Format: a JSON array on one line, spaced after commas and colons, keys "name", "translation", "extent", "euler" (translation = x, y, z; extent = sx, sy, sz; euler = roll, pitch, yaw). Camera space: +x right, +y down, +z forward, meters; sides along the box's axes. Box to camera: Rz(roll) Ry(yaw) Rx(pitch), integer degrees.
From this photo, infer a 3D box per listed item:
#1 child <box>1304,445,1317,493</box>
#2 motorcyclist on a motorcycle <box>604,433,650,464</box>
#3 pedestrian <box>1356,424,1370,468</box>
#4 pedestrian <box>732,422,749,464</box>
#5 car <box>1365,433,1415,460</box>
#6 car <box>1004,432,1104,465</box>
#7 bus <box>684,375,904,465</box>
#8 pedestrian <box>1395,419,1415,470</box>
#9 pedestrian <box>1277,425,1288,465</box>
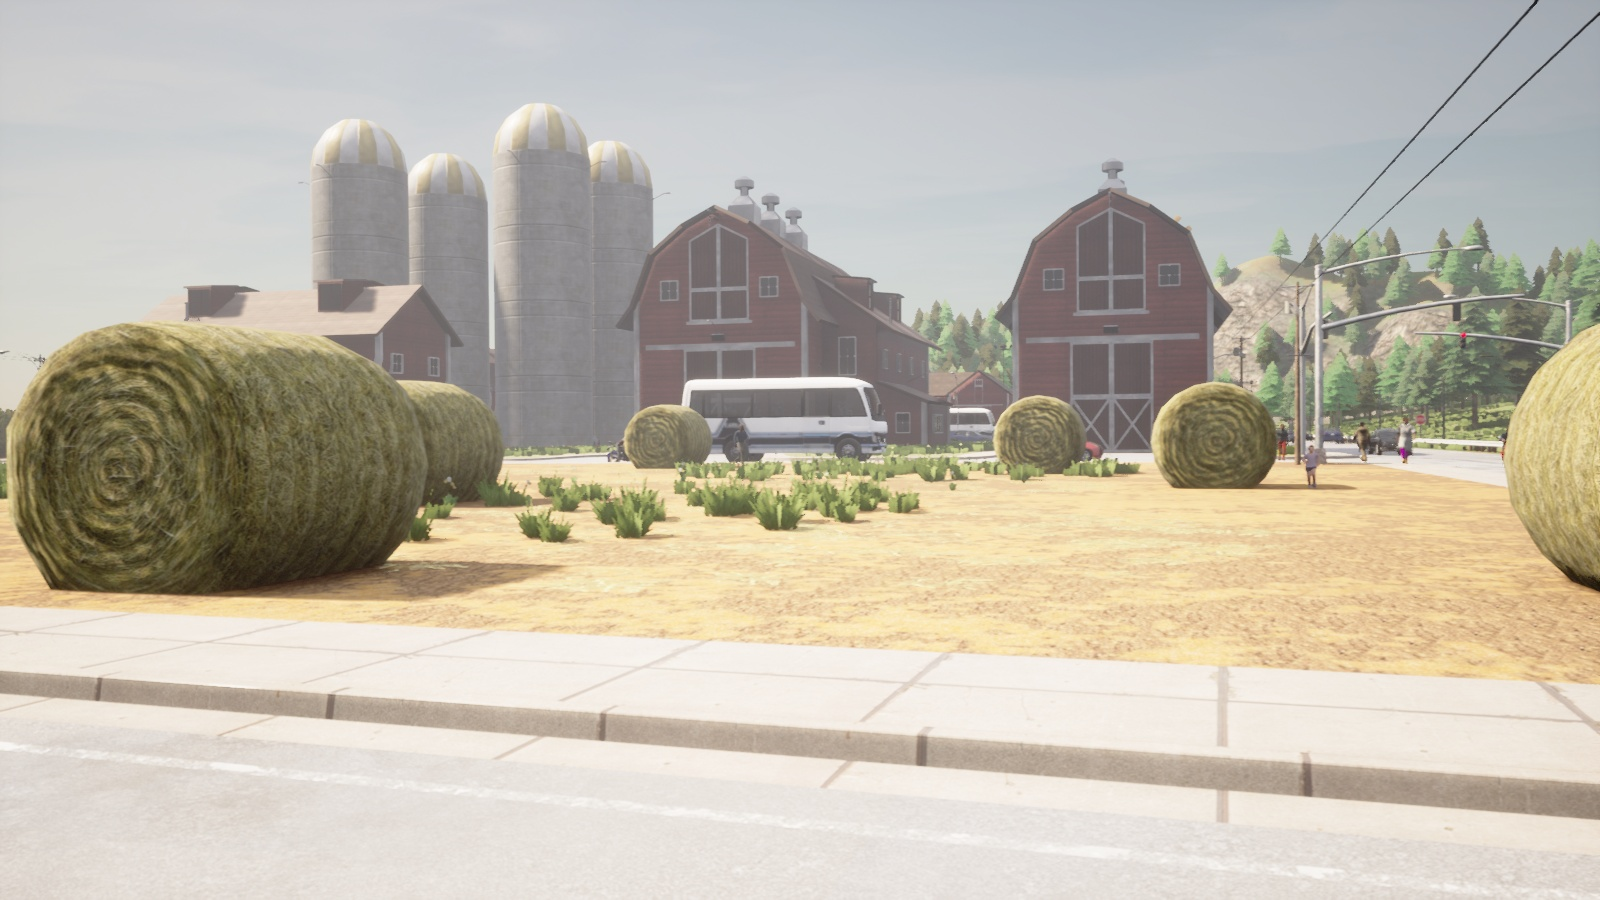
[{"name": "child", "translation": [11.975, 0.444, 29.443], "extent": [0.255, 1.110, 0.394], "euler": [0, 1, 25]}, {"name": "motorcyclist on a motorcycle", "translation": [-8.915, -0.073, 64.736], "extent": [2.191, 1.530, 0.866], "euler": [1, 1, 15]}, {"name": "pedestrian", "translation": [24.711, -0.178, 55.167], "extent": [0.396, 1.930, 0.692], "euler": [0, 1, 10]}, {"name": "pedestrian", "translation": [-2.606, -0.318, 55.314], "extent": [0.370, 1.835, 0.726], "euler": [-1, 1, -42]}, {"name": "car", "translation": [33.967, -0.205, 72.361], "extent": [1.837, 1.490, 4.892], "euler": [0, 1, 16]}, {"name": "car", "translation": [11.985, -0.088, 59.228], "extent": [4.514, 1.525, 2.007], "euler": [0, 1, 15]}, {"name": "bus", "translation": [-0.247, -1.446, 62.435], "extent": [10.273, 4.253, 3.944], "euler": [0, 1, 15]}, {"name": "pedestrian", "translation": [23.656, -0.219, 49.123], "extent": [0.659, 1.952, 0.873], "euler": [0, 1, 28]}, {"name": "pedestrian", "translation": [22.625, -0.230, 58.861], "extent": [0.353, 1.847, 0.614], "euler": [0, 1, 12]}]
